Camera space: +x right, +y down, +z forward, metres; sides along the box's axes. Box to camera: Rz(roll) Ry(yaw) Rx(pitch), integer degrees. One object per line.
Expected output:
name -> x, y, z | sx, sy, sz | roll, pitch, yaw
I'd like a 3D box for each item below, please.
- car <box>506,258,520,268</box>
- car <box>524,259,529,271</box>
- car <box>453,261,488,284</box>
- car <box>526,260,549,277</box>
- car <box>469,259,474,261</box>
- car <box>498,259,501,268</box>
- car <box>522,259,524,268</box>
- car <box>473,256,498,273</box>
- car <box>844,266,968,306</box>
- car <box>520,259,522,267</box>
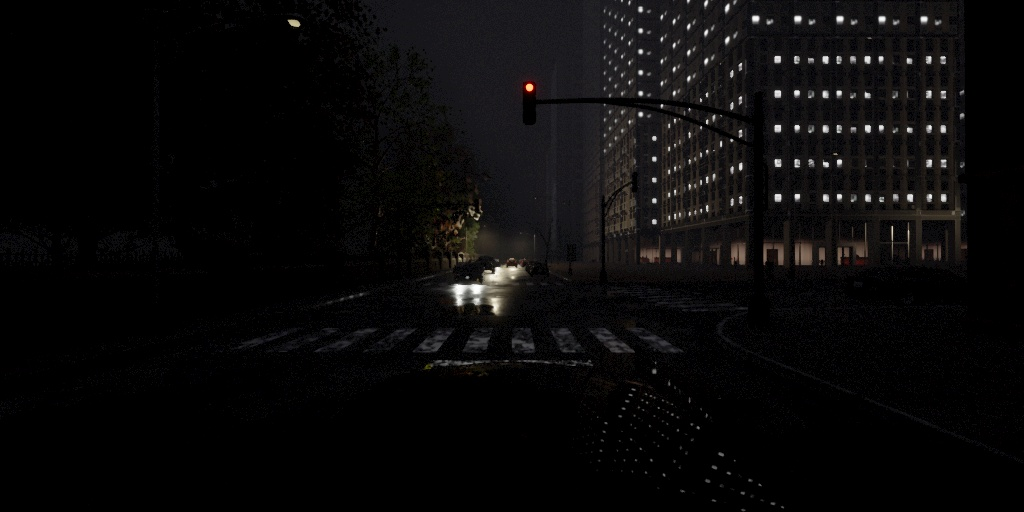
car -> -0.021, 1.267, 62.083 | 1.882, 1.535, 5.008 | 0, 0, 0
car -> 2.676, 1.334, 41.264 | 1.948, 1.339, 4.313 | 0, 0, 0
car -> -3.109, 1.323, 26.873 | 1.994, 1.385, 4.181 | 0, 0, 0
car -> 2.677, 1.330, 35.631 | 1.948, 1.339, 4.313 | 0, 0, 0
car -> -5.705, 1.350, 41.261 | 1.802, 1.307, 4.207 | 0, 0, 0
car -> -3.057, 1.285, 64.405 | 2.128, 1.511, 4.902 | 0, 0, 0
car -> 2.674, 1.339, 46.896 | 1.948, 1.339, 4.313 | 0, 0, 0
car -> -3.119, 0.992, 43.048 | 2.150, 2.045, 5.566 | 0, 0, 0
car -> 14.681, 1.026, 13.052 | 4.313, 1.339, 1.948 | 0, 0, 0
car -> 2.669, 1.337, 63.794 | 1.888, 1.381, 4.507 | 0, 0, 0
